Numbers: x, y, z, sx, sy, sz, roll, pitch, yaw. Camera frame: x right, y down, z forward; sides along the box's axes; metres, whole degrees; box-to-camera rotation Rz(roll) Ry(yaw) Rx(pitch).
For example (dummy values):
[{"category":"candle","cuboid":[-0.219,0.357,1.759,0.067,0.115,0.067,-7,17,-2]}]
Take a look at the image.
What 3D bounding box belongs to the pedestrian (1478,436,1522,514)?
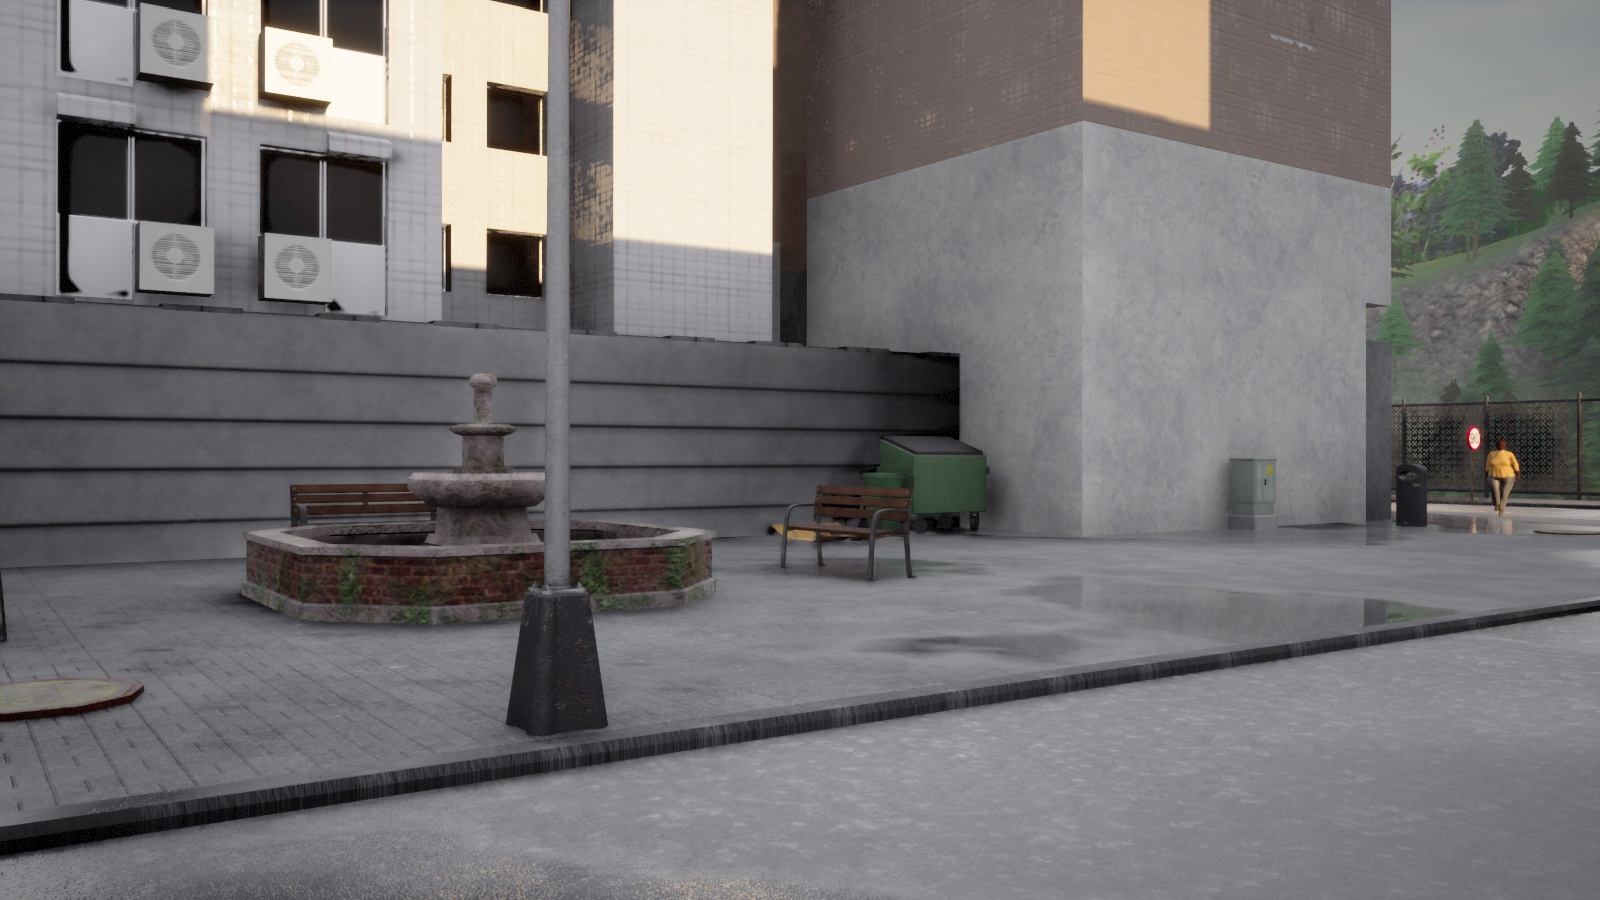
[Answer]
[{"category":"pedestrian","cuboid":[17.032,0.588,30.546,0.874,1.855,0.900,0,0,34]}]
